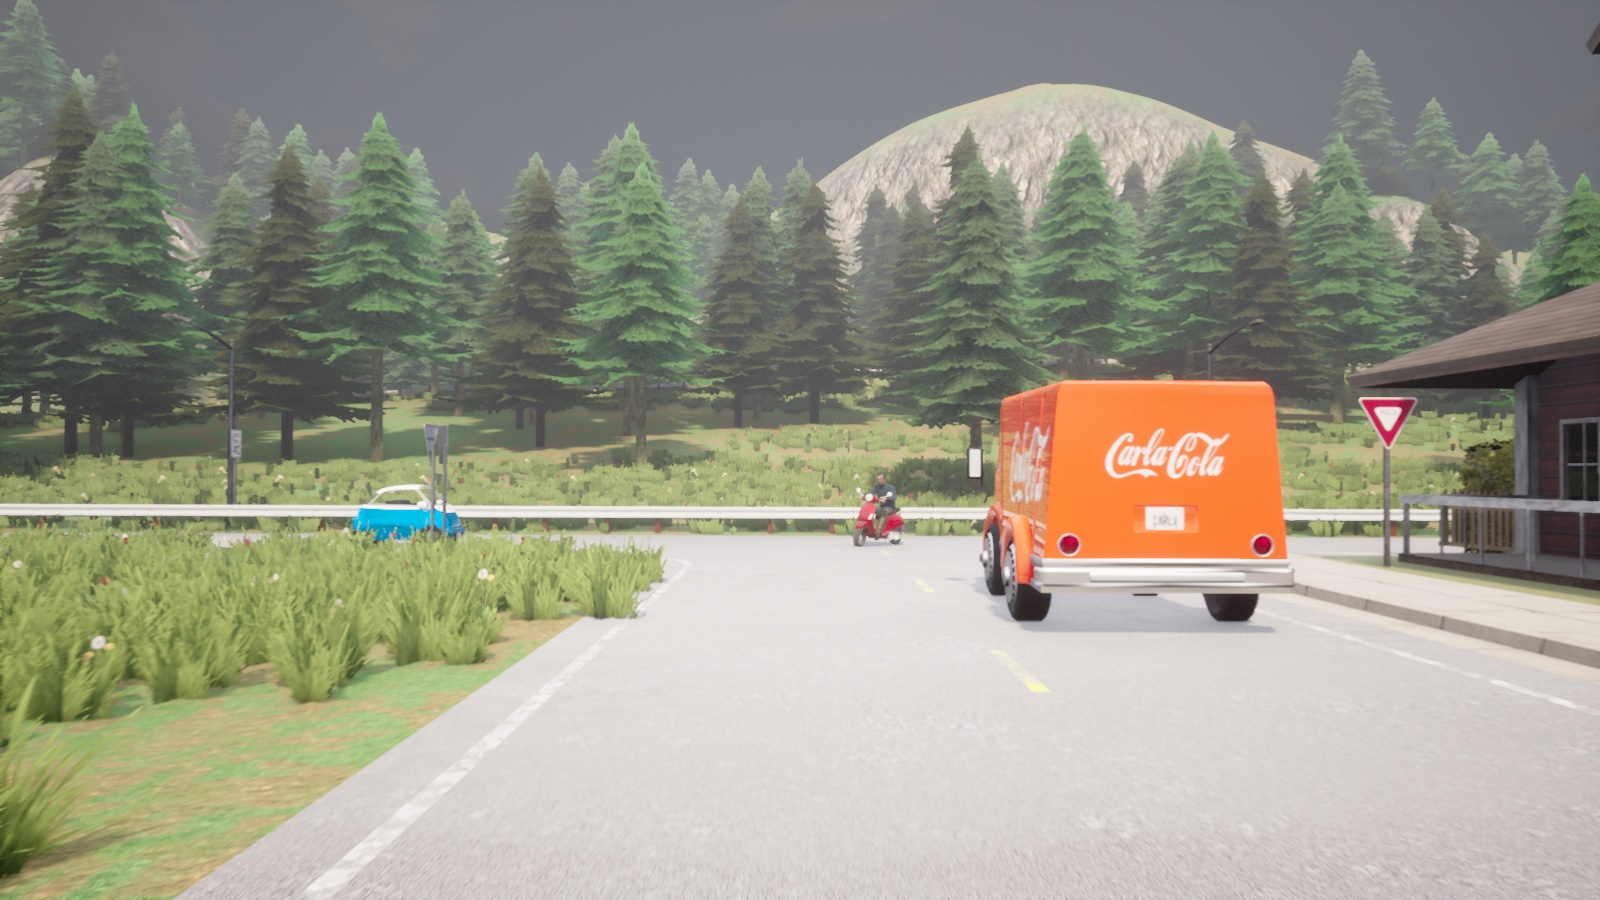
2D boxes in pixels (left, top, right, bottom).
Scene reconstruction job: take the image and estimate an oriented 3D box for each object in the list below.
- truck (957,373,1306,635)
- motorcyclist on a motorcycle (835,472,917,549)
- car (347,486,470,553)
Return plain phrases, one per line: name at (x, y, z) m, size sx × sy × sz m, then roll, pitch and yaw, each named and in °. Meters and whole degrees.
truck at (3.461, 0.556, 14.476) m, size 2.627 × 2.467 × 5.204 m, roll 0°, pitch -1°, yaw 0°
motorcyclist on a motorcycle at (1.675, 1.291, 27.406) m, size 0.866 × 1.590 × 1.817 m, roll 1°, pitch 0°, yaw 38°
car at (-8.510, 1.502, 27.398) m, size 2.207 × 1.376 × 1.481 m, roll -1°, pitch -1°, yaw 0°
